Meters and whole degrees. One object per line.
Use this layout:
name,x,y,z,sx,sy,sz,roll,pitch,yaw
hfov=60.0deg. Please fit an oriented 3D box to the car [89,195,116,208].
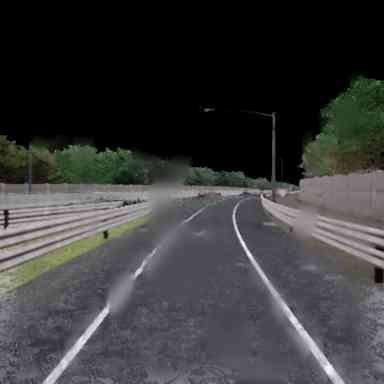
car,-9.252,1.071,38.804,2.128,1.511,4.902,0,1,24

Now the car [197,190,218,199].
car,2.723,0.391,65.399,2.097,1.767,4.553,-2,0,24

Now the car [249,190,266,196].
car,17.885,0.386,90.421,2.033,1.411,5.357,0,0,24

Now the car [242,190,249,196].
car,15.519,0.317,93.688,1.837,1.490,4.892,0,0,24

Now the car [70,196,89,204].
car,-12.432,1.162,40.266,1.895,1.301,4.718,0,1,24

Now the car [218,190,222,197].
car,5.756,0.500,80.562,1.895,1.301,4.718,0,1,24

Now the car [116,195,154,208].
car,-6.049,1.208,37.386,1.895,1.301,4.718,1,1,24
